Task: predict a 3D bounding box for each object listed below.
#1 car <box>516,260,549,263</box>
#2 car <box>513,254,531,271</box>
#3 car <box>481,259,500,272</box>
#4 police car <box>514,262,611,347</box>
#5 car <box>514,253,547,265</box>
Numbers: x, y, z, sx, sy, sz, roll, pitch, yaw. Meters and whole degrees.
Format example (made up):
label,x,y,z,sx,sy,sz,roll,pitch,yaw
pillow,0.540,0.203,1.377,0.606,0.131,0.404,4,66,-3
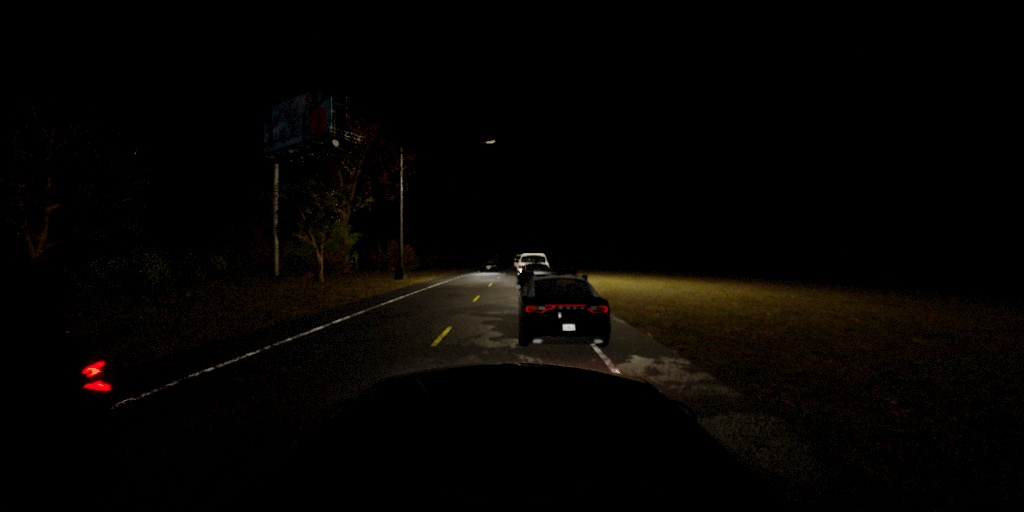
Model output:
label,x,y,z,sx,sy,sz,roll,pitch,yaw
car,1.275,1.150,19.170,1.837,1.490,4.892,0,0,1
car,1.390,0.828,46.497,2.150,2.045,5.566,0,0,4
car,-2.461,1.099,42.204,2.128,1.511,4.902,0,0,3
police car,1.099,1.121,9.313,1.930,1.638,5.238,0,0,1
car,1.444,0.848,25.176,2.150,2.045,5.566,0,0,2
